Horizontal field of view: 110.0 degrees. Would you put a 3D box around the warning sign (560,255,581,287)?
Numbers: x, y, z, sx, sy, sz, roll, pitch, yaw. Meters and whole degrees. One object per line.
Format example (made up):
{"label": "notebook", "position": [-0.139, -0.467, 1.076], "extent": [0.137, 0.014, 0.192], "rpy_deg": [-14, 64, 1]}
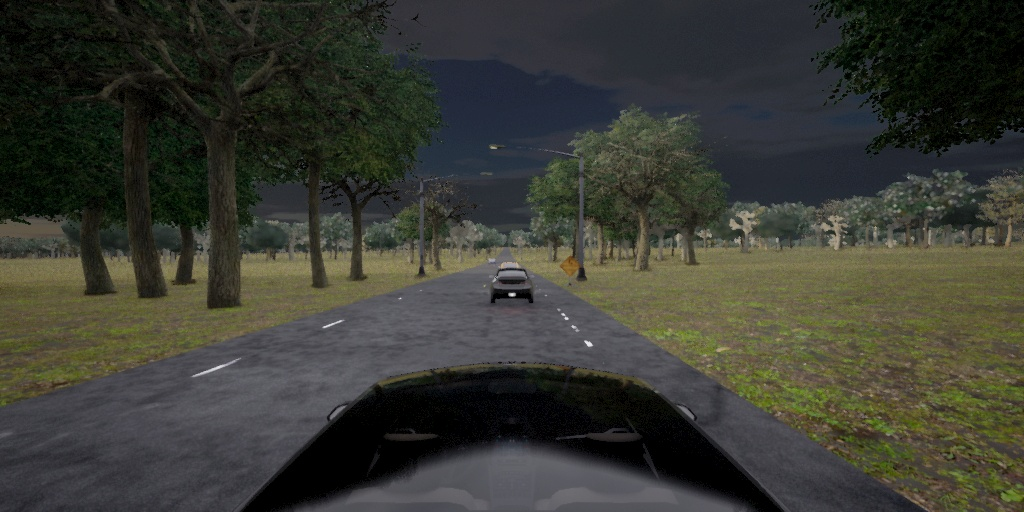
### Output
{"label": "warning sign", "position": [3.487, 0.882, 21.633], "extent": [1.300, 1.860, 1.060], "rpy_deg": [0, 0, -1]}

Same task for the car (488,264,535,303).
{"label": "car", "position": [-0.009, 1.274, 16.514], "extent": [1.837, 1.490, 4.892], "rpy_deg": [0, 0, 0]}

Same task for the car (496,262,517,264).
{"label": "car", "position": [-0.195, 1.288, 31.530], "extent": [1.882, 1.535, 5.008], "rpy_deg": [0, 0, -1]}
